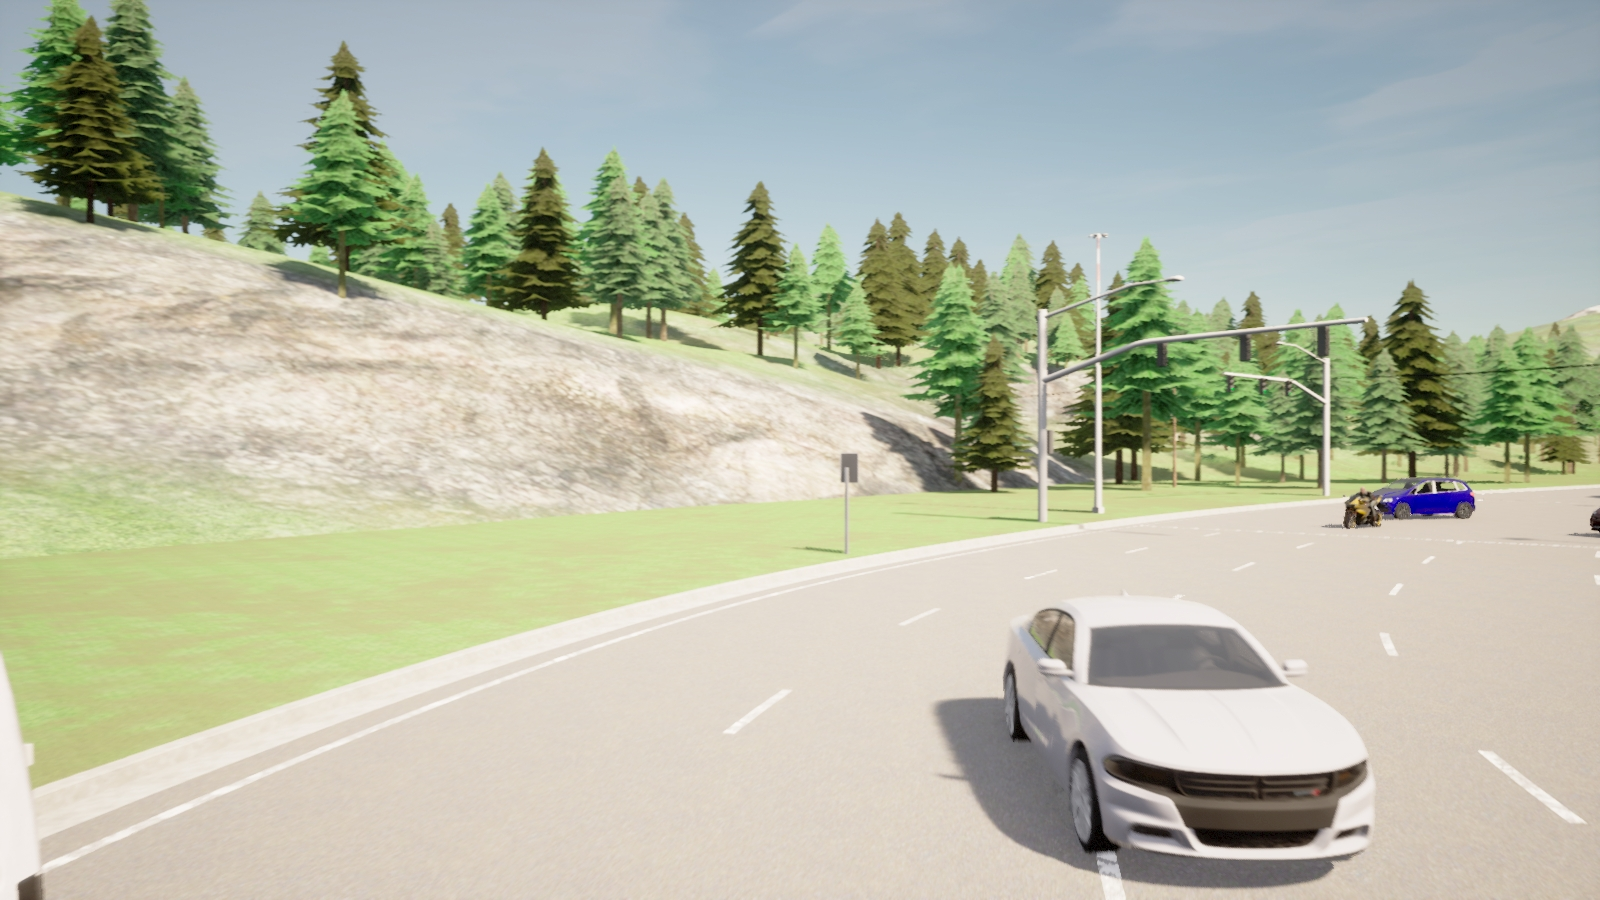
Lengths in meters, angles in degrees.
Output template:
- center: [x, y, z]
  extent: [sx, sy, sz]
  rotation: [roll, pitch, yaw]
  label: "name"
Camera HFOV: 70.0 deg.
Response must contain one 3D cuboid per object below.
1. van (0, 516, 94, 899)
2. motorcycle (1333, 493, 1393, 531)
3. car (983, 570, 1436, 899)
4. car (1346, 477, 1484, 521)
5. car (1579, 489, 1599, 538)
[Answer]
- center: [-3.702, 1.532, 1.212]
  extent: [1.988, 2.561, 5.915]
  rotation: [-1, 0, 3]
  label: "van"
- center: [20.015, 2.188, 40.633]
  extent: [2.209, 1.251, 0.867]
  rotation: [0, 1, -32]
  label: "motorcycle"
- center: [2.930, 2.029, 9.563]
  extent: [2.097, 1.535, 5.006]
  rotation: [0, 0, 1]
  label: "car"
- center: [25.037, 1.949, 46.579]
  extent: [4.611, 1.667, 2.242]
  rotation: [0, 0, -14]
  label: "car"
- center: [27.689, 2.027, 36.431]
  extent: [4.514, 1.525, 2.007]
  rotation: [0, 0, -8]
  label: "car"
